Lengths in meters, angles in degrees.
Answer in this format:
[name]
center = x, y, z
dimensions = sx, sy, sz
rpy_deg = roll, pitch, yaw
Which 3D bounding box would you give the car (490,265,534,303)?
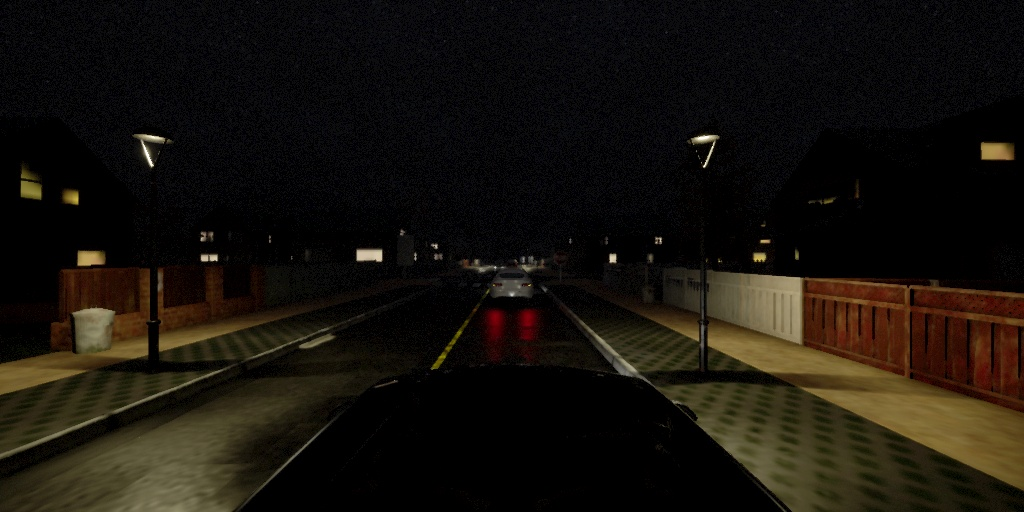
[car]
center = 0.000, 1.297, 16.502
dimensions = 1.812, 1.442, 4.674
rpy_deg = 0, 0, 0
